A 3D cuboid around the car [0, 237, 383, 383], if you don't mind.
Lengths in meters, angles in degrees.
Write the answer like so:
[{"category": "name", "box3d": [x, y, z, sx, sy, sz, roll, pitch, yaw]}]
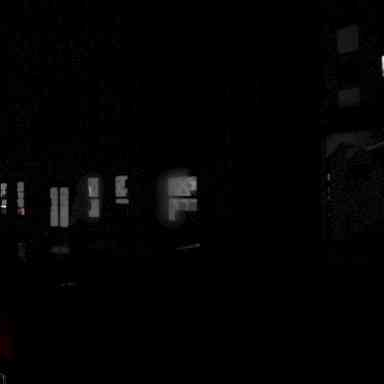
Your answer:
[{"category": "car", "box3d": [0.234, 1.329, 2.714, 5.009, 1.841, 2.192, -1, -1, 35]}]
